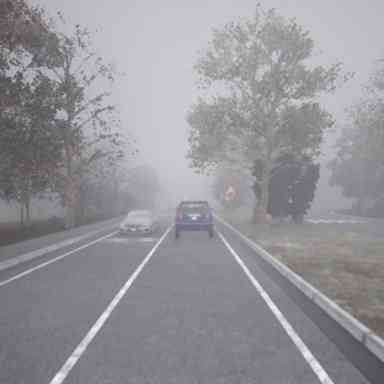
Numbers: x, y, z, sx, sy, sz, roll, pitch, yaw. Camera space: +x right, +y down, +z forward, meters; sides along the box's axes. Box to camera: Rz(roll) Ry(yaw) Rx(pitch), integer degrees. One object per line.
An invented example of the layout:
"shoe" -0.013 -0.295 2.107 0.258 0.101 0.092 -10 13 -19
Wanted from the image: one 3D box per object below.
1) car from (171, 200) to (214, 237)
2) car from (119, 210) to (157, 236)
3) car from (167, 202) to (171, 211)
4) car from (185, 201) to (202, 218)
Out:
"car" 0.120 1.508 19.930 2.150 2.045 5.566 0 -1 0
"car" -3.221 1.835 20.616 1.812 1.442 4.674 0 -1 0
"car" -3.019 2.303 54.955 2.128 1.511 4.902 0 0 1
"car" 0.171 1.942 37.688 1.837 1.490 4.892 1 2 0
